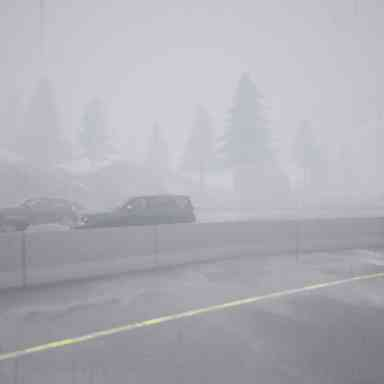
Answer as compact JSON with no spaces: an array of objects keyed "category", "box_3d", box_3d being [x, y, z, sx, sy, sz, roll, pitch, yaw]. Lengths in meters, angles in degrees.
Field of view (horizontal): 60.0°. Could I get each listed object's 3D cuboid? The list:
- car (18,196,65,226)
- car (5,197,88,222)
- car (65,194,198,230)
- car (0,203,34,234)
[{"category":"car","box_3d":[-8.990,1.045,18.819,4.553,1.767,2.097,0,1,-34]},{"category":"car","box_3d":[-9.764,1.156,22.522,4.892,1.490,1.837,1,0,-33]},{"category":"car","box_3d":[-2.394,1.104,14.806,5.566,2.045,2.150,0,1,-31]},{"category":"car","box_3d":[-9.595,1.329,14.189,4.718,1.301,1.895,0,1,-35]}]
